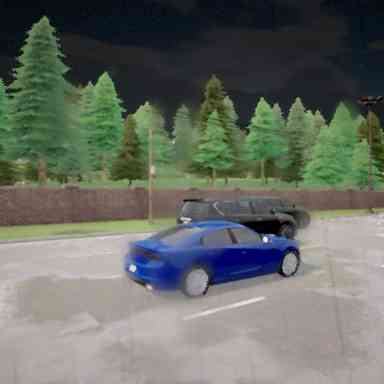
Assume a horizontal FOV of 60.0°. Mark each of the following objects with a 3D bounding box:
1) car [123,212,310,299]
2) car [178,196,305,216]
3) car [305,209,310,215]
[{"bbox_3d":[0.739,1.494,8.574,5.008,1.535,1.882,0,0,-36],"label":"car"},{"bbox_3d":[1.932,1.249,13.724,5.566,2.045,2.150,0,0,-36],"label":"car"},{"bbox_3d":[4.743,1.267,20.029,5.566,2.045,2.150,0,0,-36],"label":"car"}]
